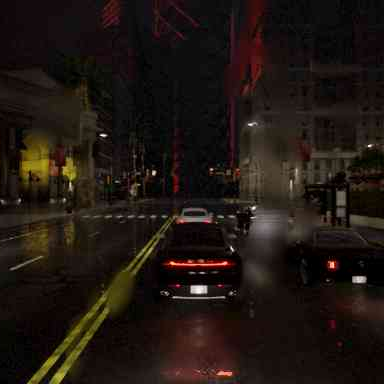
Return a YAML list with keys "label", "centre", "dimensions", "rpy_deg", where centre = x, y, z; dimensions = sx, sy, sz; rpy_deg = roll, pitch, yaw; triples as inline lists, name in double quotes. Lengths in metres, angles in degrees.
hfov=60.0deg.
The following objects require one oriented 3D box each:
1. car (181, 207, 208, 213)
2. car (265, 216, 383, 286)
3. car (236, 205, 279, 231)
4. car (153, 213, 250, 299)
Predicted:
- label: "car"
  centre: [0.122, 1.525, 17.498]
  dimensions: [1.812, 1.442, 4.674]
  rpy_deg: [0, 0, 0]
- label: "car"
  centre: [3.616, 1.601, 9.397]
  dimensions: [1.895, 1.301, 4.718]
  rpy_deg: [0, 0, 0]
- label: "car"
  centre: [3.627, 1.491, 18.664]
  dimensions: [2.128, 1.511, 4.902]
  rpy_deg: [0, 0, 0]
- label: "car"
  centre: [0.122, 1.505, 8.398]
  dimensions: [1.837, 1.490, 4.892]
  rpy_deg: [0, 0, 0]
